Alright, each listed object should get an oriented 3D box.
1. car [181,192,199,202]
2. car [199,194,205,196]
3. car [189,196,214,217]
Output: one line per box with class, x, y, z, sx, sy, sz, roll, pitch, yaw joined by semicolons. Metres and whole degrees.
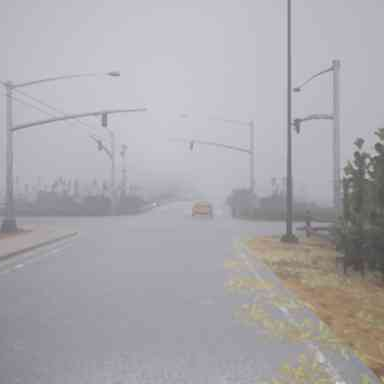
car;-0.507;0.806;52.190;1.812;1.442;4.674;0;0;8
car;1.690;1.061;67.617;1.994;1.385;4.181;0;-2;8
car;1.071;1.449;31.419;1.882;1.535;5.008;0;1;4
